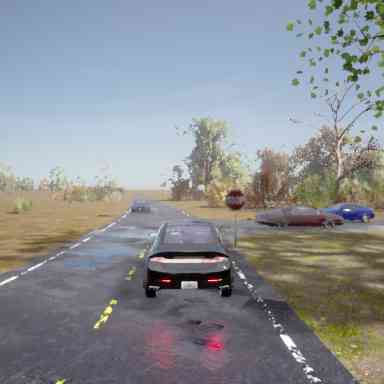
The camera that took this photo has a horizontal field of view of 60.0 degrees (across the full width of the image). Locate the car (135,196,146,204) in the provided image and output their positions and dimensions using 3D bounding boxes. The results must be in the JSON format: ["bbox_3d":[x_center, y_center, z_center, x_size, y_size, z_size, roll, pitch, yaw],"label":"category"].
[{"bbox_3d":[-10.068,1.546,64.608,1.994,1.385,4.181,0,0,-9],"label":"car"}]

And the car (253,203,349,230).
[{"bbox_3d":[6.551,1.558,20.725,5.357,1.411,2.033,0,0,-9],"label":"car"}]

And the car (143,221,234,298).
[{"bbox_3d":[-0.106,1.492,8.525,2.128,1.511,4.902,0,0,-1],"label":"car"}]

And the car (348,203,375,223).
[{"bbox_3d":[11.384,1.555,25.119,4.674,1.442,1.812,0,0,-9],"label":"car"}]

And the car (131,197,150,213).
[{"bbox_3d":[-5.597,1.558,36.402,1.994,1.385,4.181,0,0,-8],"label":"car"}]
